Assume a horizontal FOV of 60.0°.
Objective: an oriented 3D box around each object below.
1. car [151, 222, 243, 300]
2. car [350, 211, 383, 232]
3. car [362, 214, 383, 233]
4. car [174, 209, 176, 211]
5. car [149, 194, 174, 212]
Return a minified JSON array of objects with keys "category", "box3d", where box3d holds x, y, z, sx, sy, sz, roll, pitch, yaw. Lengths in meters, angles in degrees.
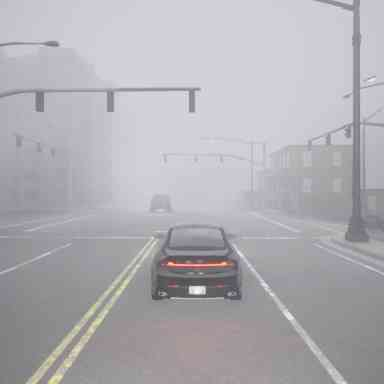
[{"category":"car","box3d":[0.095,1.505,8.353,1.837,1.490,4.892,0,0,0]},{"category":"car","box3d":[16.051,2.655,28.237,4.181,1.385,1.994,8,0,0]},{"category":"car","box3d":[15.291,2.461,24.533,4.902,1.511,2.128,8,0,1]},{"category":"car","box3d":[-3.626,3.105,52.878,1.837,1.490,4.892,0,-9,0]},{"category":"car","box3d":[-3.548,1.237,37.923,2.150,2.045,5.566,0,-2,-2]}]
